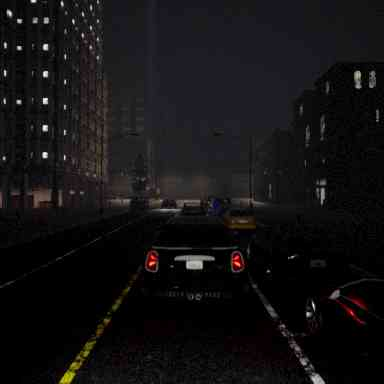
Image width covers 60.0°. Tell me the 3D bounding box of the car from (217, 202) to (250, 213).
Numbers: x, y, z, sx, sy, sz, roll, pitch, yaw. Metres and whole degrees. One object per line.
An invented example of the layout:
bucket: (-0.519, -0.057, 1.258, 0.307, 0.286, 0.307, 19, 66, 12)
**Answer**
car: (2.694, 1.530, 19.855, 1.752, 1.417, 4.829, 1, 0, 0)

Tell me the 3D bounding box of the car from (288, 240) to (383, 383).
car: (2.700, 1.567, 3.650, 1.947, 1.339, 4.313, 1, 0, 0)

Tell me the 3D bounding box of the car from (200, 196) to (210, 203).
car: (2.672, 1.549, 68.985, 2.008, 1.369, 4.403, 1, 0, 0)

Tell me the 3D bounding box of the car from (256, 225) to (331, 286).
car: (2.698, 1.568, 9.194, 1.947, 1.339, 4.313, 1, 0, 0)

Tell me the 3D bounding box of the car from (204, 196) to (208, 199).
car: (2.688, 1.446, 36.119, 1.967, 1.590, 4.097, 1, 0, 0)

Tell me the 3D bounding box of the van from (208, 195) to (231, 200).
van: (2.692, 1.347, 30.642, 1.690, 1.788, 3.998, 1, 0, 0)

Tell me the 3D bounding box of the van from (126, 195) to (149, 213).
van: (-5.690, 1.347, 36.112, 1.690, 1.788, 3.998, 1, 0, 0)

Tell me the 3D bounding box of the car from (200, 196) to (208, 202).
car: (2.791, 1.576, 79.937, 1.802, 1.307, 4.206, 1, 0, 0)

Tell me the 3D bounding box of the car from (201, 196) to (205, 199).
car: (2.688, 1.321, 41.597, 2.192, 1.841, 5.009, 1, 0, 0)

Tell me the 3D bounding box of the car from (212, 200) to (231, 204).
car: (2.691, 1.556, 25.163, 2.008, 1.369, 4.403, 1, 0, 0)

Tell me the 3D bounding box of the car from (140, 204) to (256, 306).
car: (0.087, 1.353, 8.210, 2.097, 1.767, 4.553, 0, 0, 1)

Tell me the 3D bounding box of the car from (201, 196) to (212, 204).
car: (2.674, 1.566, 63.507, 1.947, 1.339, 4.313, 1, 0, 0)

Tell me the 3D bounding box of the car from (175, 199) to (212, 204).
car: (0.089, 1.497, 24.392, 2.128, 1.511, 4.902, 0, 0, 0)

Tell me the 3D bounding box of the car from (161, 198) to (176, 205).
car: (-3.051, 1.570, 45.290, 1.994, 1.385, 4.181, 0, 0, 0)
